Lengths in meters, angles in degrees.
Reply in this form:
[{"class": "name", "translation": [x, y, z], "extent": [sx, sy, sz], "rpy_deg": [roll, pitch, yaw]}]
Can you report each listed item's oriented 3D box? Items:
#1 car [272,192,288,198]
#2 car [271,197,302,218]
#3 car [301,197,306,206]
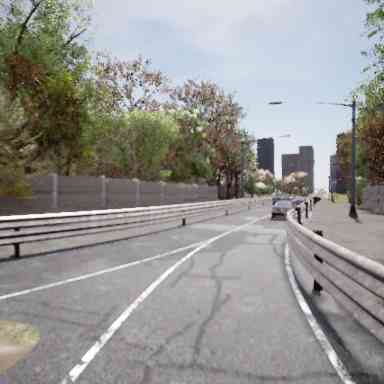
[{"class": "car", "translation": [14.495, 1.104, 54.446], "extent": [2.150, 2.045, 5.566], "rpy_deg": [1, 0, 22]}, {"class": "car", "translation": [8.002, 1.467, 28.592], "extent": [2.033, 1.411, 5.357], "rpy_deg": [1, 0, 21]}, {"class": "car", "translation": [15.859, 1.426, 48.618], "extent": [1.812, 1.442, 4.674], "rpy_deg": [1, 0, 21]}]
